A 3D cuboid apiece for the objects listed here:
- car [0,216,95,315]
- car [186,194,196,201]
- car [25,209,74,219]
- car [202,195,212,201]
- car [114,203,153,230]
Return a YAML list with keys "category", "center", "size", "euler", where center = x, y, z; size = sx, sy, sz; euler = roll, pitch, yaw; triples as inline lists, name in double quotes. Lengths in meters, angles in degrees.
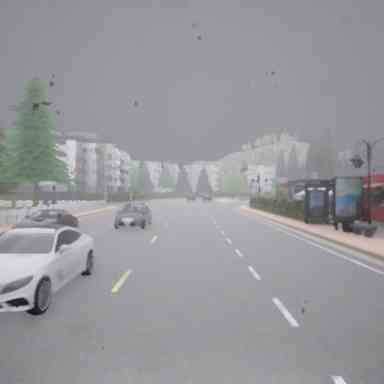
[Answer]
- category: "car"
  center: [-3.615, 1.528, 7.683]
  size: [1.812, 1.442, 4.674]
  euler: [0, 0, 0]
- category: "car"
  center: [-0.132, 1.327, 74.756]
  size: [1.837, 1.490, 4.892]
  euler: [0, 0, -2]
- category: "car"
  center: [-7.142, 1.565, 16.556]
  size: [1.994, 1.385, 4.181]
  euler: [0, 0, 0]
- category: "car"
  center: [3.369, 1.294, 74.768]
  size: [1.882, 1.535, 5.008]
  euler: [0, 0, -2]
- category: "car"
  center: [-3.644, 1.483, 21.237]
  size: [2.128, 1.511, 4.902]
  euler: [0, 0, 0]
